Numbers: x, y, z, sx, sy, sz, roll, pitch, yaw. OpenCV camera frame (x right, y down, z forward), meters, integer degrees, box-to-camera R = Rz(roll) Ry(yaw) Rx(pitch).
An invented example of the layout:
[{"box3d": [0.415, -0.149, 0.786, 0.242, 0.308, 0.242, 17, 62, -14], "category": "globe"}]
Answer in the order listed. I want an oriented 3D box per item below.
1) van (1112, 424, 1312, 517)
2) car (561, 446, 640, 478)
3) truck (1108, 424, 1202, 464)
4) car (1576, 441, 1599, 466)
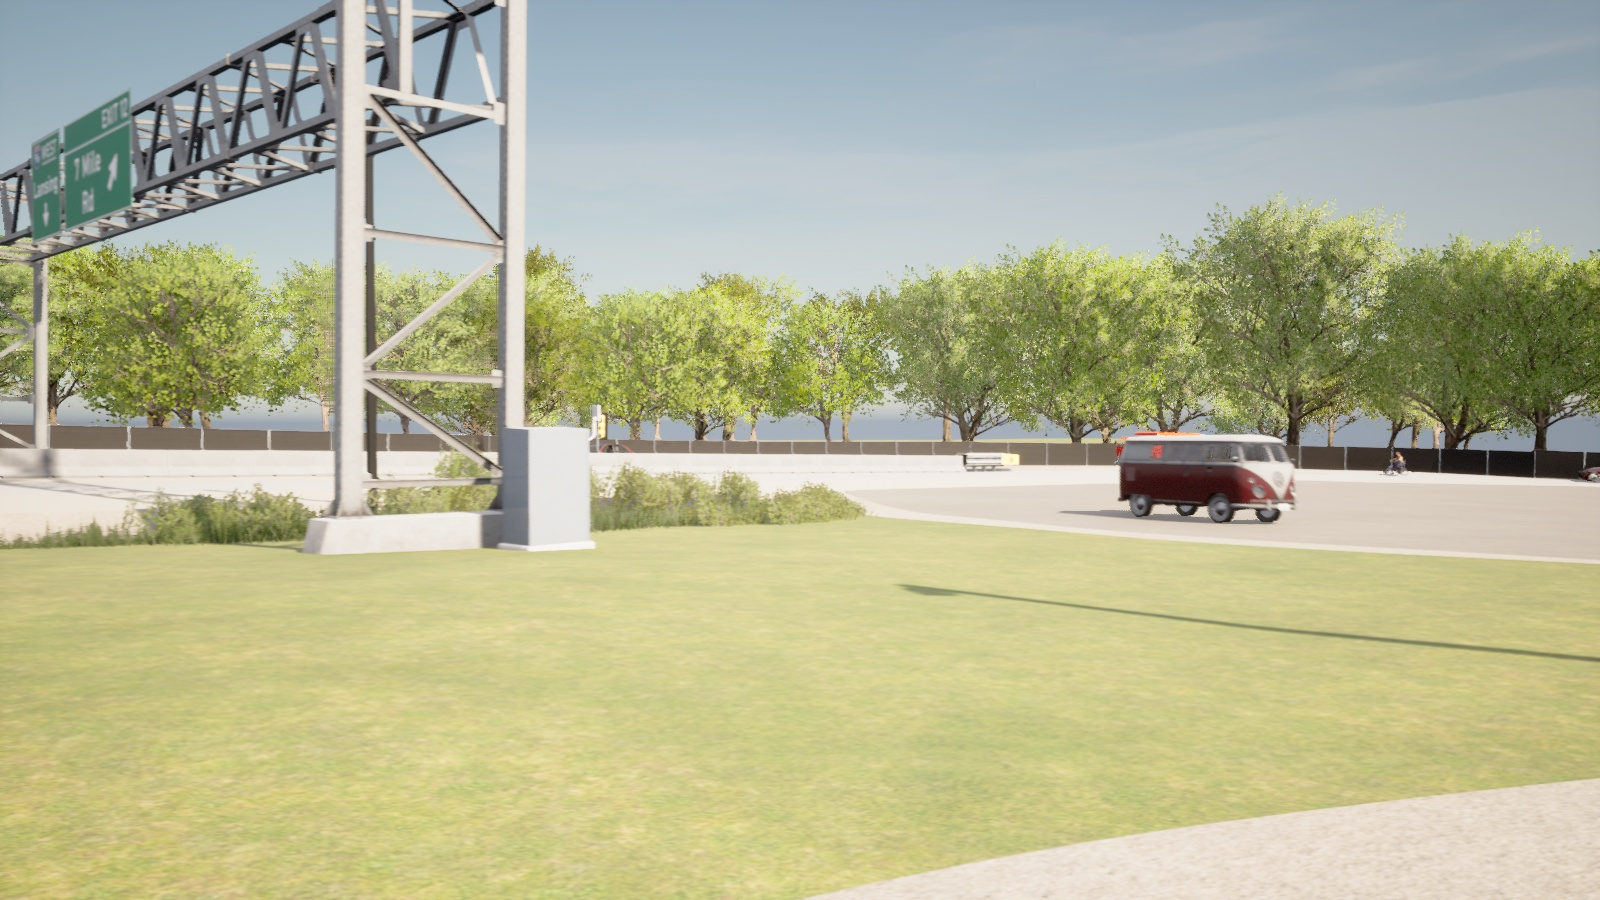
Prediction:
[{"box3d": [9.455, 0.434, 29.190, 1.775, 1.987, 4.442, 0, 0, -27], "category": "van"}, {"box3d": [-10.518, 0.631, 66.439, 1.851, 1.617, 3.988, 0, 0, 36], "category": "car"}, {"box3d": [22.294, -0.388, 78.981, 5.204, 2.467, 2.627, -1, 1, -24], "category": "truck"}, {"box3d": [52.029, 0.260, 79.461, 4.792, 1.488, 2.163, 1, 3, 27], "category": "car"}]
